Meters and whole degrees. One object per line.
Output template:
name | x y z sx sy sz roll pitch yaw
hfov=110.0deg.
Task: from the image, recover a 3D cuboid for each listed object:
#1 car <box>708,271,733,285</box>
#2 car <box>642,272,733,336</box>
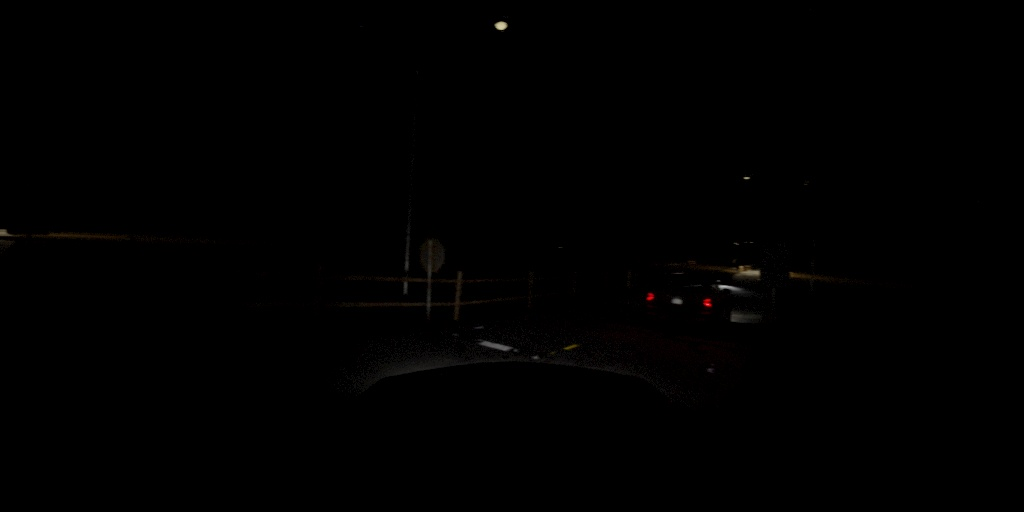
car | 23.488 2.459 40.252 1.895 1.301 4.718 3 0 37
car | 6.118 1.425 12.240 2.097 1.767 4.553 3 0 37
